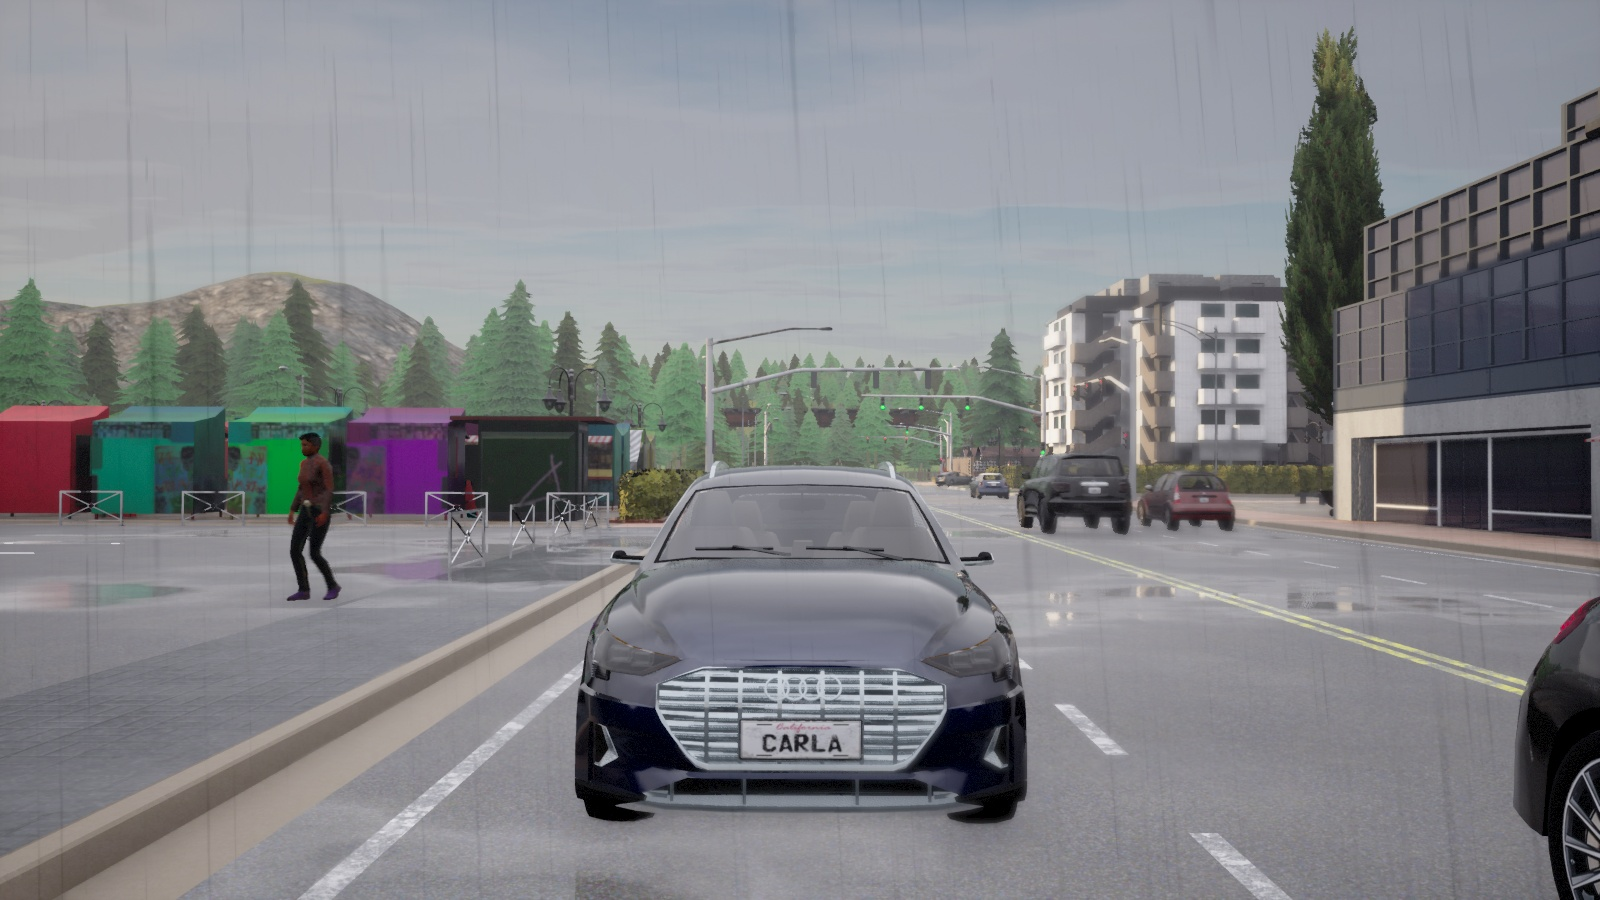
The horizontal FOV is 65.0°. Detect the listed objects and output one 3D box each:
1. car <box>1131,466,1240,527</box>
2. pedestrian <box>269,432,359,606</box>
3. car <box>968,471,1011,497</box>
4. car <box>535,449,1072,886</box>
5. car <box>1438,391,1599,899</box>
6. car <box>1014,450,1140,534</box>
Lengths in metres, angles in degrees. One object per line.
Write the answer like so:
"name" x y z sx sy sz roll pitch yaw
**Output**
"car" 10.746 1.260 35.262 1.851 1.617 3.988 0 -1 0
"pedestrian" -5.217 0.720 13.498 0.328 1.805 0.869 -1 -1 34
"car" 11.056 1.966 73.447 1.970 1.475 3.806 0 -1 0
"car" 0.019 0.865 7.197 2.033 1.649 4.856 0 -1 0
"car" 3.494 0.617 2.241 2.152 1.651 5.027 0 -1 0
"car" 7.230 1.064 33.402 2.150 2.045 5.566 0 -1 0
